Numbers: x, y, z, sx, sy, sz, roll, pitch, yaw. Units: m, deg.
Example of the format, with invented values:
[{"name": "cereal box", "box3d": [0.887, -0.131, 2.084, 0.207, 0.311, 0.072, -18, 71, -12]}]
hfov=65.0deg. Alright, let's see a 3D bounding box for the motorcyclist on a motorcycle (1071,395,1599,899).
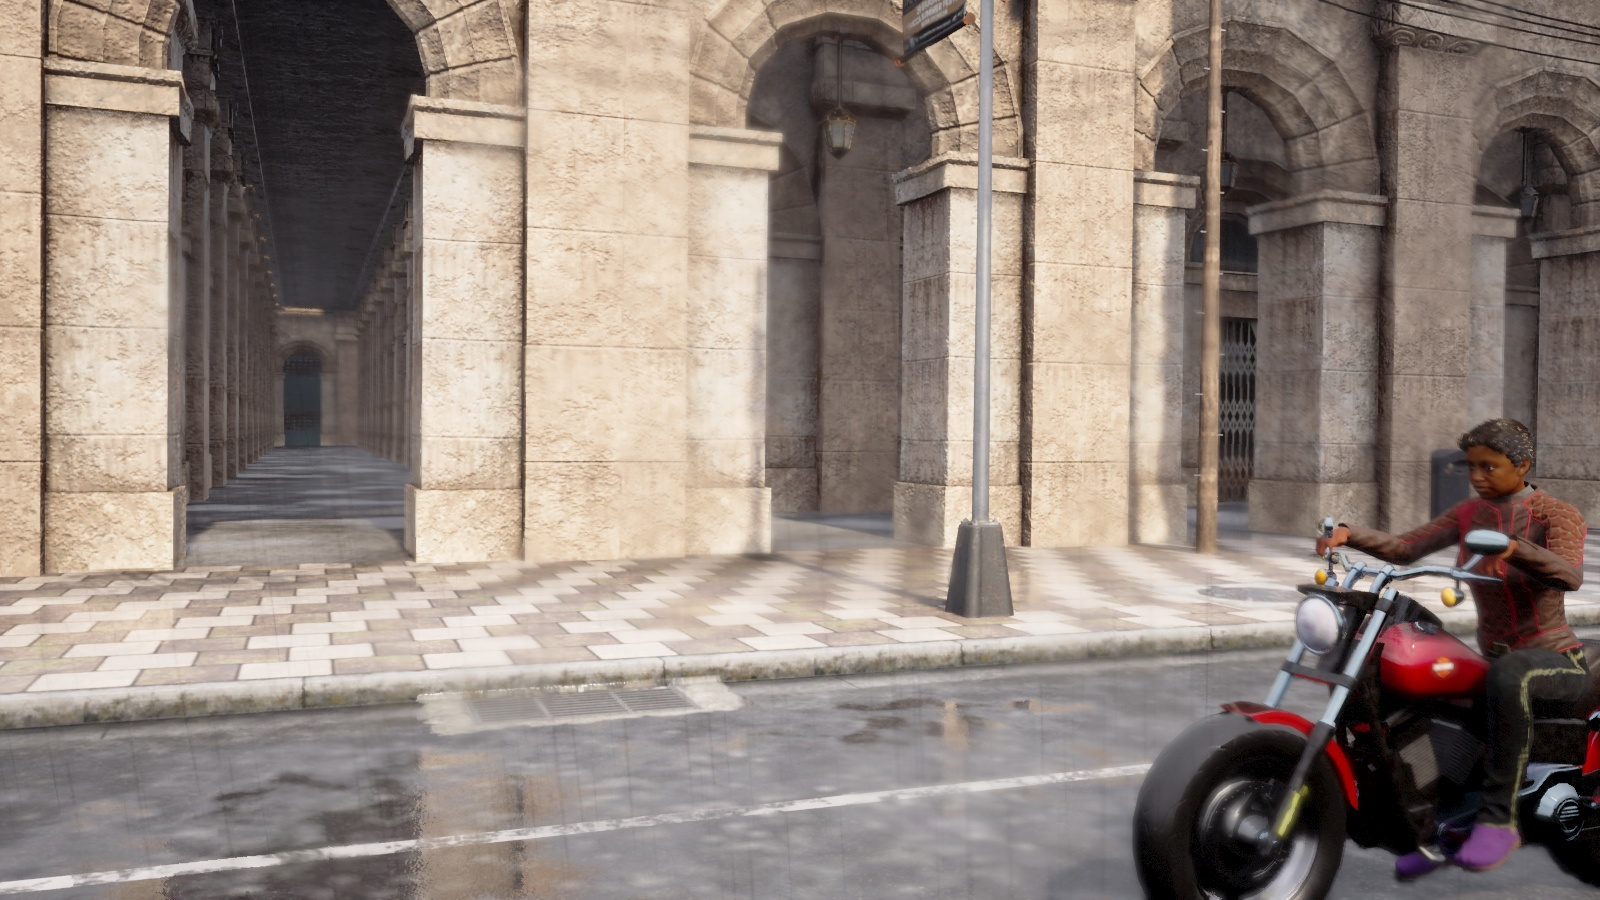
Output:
[{"name": "motorcyclist on a motorcycle", "box3d": [2.107, 0.660, 4.062, 2.350, 1.649, 0.766, -1, 1, -21]}]
